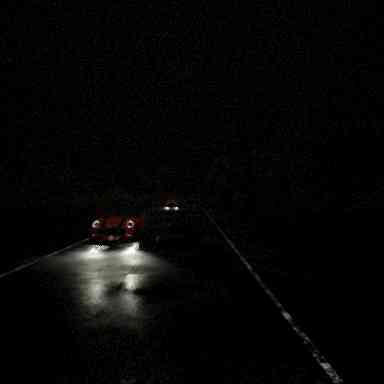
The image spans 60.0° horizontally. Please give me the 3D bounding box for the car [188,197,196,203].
[{"bbox_3d":[0.067,1.998,87.330,2.033,1.411,5.357,0,0,0],"label":"car"}]

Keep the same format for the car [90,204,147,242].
[{"bbox_3d":[-3.586,1.469,16.986,2.097,1.767,4.553,0,0,0],"label":"car"}]

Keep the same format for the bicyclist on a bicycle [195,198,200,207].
[{"bbox_3d":[0.993,1.867,61.719,0.866,1.612,1.509,0,0,0],"label":"bicyclist on a bicycle"}]

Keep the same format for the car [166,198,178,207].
[{"bbox_3d":[-3.500,1.885,58.443,1.882,1.535,5.008,0,0,1],"label":"car"}]

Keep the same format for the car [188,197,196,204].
[{"bbox_3d":[0.057,2.049,74.968,1.812,1.442,4.674,0,0,0],"label":"car"}]

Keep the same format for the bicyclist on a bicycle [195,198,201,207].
[{"bbox_3d":[0.985,1.801,52.421,0.866,1.612,1.509,0,0,0],"label":"bicyclist on a bicycle"}]
